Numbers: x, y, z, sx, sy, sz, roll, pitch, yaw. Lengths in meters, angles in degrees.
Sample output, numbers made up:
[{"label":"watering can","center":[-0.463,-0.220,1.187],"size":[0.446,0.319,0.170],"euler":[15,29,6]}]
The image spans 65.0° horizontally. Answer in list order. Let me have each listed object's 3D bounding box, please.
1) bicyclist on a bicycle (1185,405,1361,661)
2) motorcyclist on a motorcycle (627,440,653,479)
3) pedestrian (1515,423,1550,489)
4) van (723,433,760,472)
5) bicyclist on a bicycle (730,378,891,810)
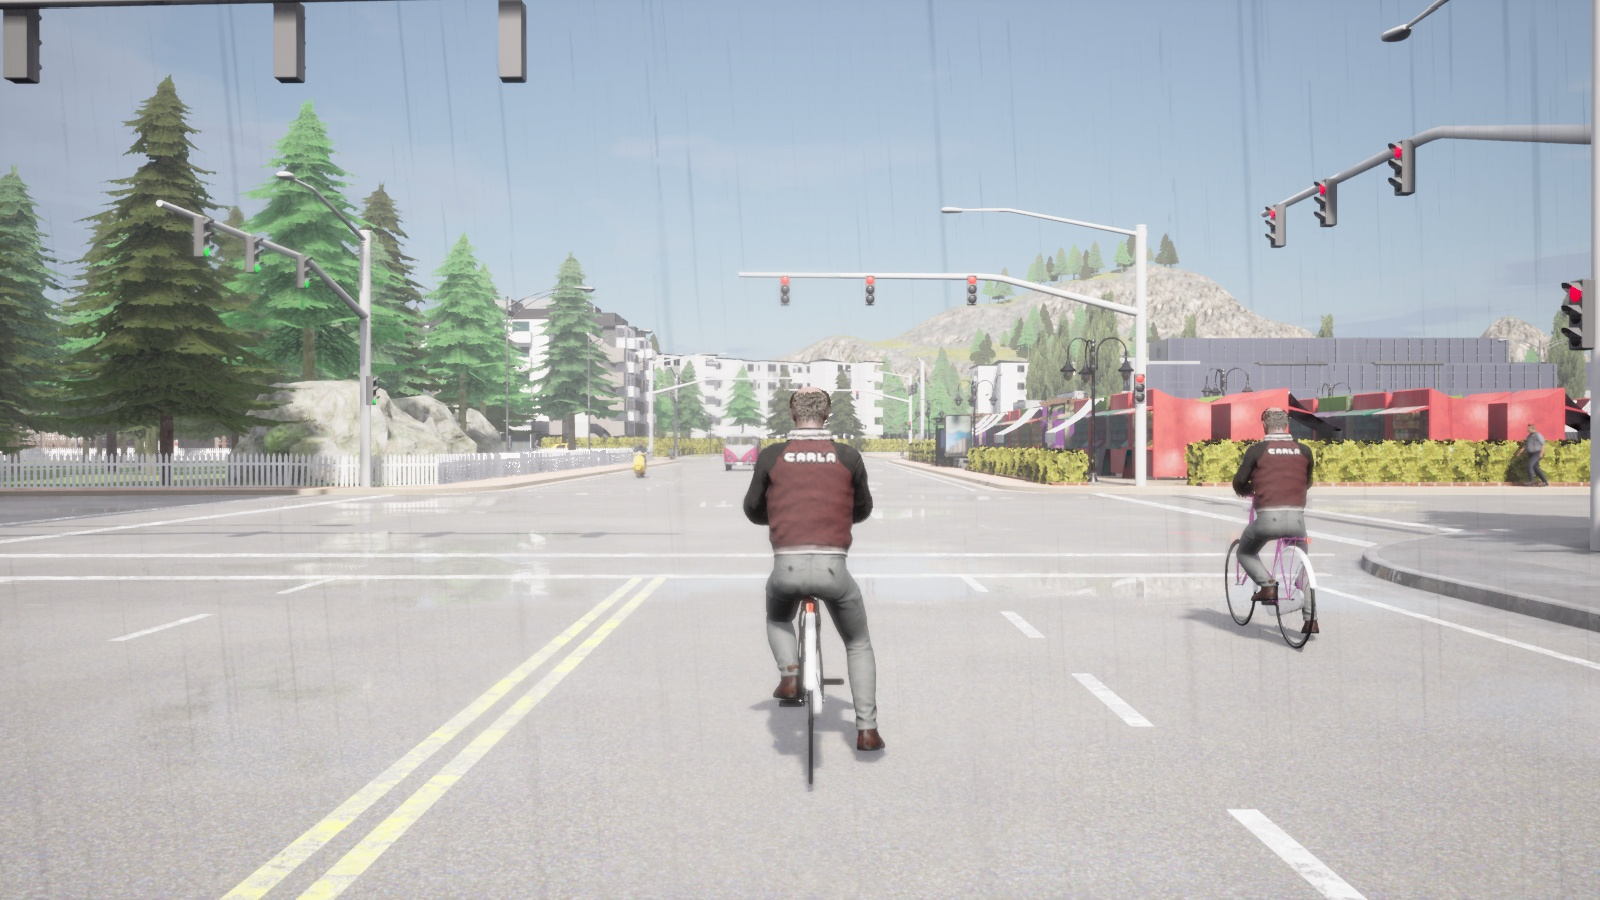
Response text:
[{"label":"bicyclist on a bicycle","center":[3.567,0.565,9.639],"size":[0.659,1.776,1.843],"euler":[0,1,0]},{"label":"motorcyclist on a motorcycle","center":[-6.700,0.397,52.672],"size":[0.866,1.590,1.817],"euler":[0,0,0]},{"label":"pedestrian","center":[20.787,0.161,35.641],"size":[0.694,1.848,0.540],"euler":[0,0,2]},{"label":"van","center":[-3.120,0.116,67.454],"size":[1.775,1.987,4.442],"euler":[0,0,0]},{"label":"bicyclist on a bicycle","center":[0.048,0.583,6.078],"size":[0.659,1.776,1.843],"euler":[0,1,0]}]
